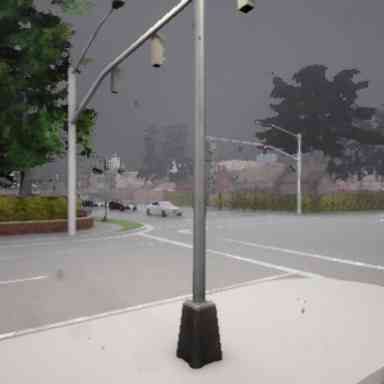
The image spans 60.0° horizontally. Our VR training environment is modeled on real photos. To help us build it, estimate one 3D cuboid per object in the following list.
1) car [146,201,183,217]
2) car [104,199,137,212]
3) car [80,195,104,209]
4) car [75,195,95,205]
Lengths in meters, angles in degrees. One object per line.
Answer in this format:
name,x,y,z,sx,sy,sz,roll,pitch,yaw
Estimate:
car,-2.737,1.571,31.705,1.812,1.442,4.674,0,0,-36
car,-8.139,1.538,39.146,2.128,1.511,4.902,0,0,-36
car,-13.905,1.539,47.109,2.128,1.511,4.902,0,0,-36
car,-19.880,1.411,61.642,2.097,1.767,4.553,0,0,-36
